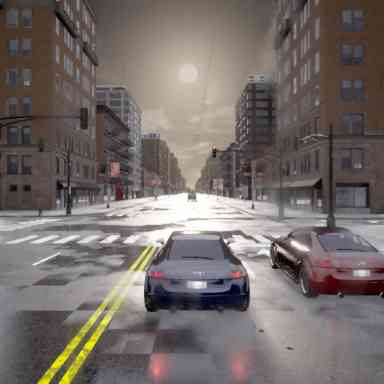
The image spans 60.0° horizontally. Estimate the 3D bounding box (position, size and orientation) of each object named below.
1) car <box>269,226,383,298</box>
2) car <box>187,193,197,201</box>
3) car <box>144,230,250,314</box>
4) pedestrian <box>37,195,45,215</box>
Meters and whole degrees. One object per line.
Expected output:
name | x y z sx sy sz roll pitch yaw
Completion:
car | 3.337 1.564 8.533 1.994 1.385 4.181 0 0 0
car | -0.002 1.212 80.231 2.150 2.045 5.566 0 0 0
car | 0.087 1.564 7.715 1.994 1.385 4.181 0 0 0
pedestrian | -14.143 1.170 31.038 0.375 1.860 0.375 0 0 0
